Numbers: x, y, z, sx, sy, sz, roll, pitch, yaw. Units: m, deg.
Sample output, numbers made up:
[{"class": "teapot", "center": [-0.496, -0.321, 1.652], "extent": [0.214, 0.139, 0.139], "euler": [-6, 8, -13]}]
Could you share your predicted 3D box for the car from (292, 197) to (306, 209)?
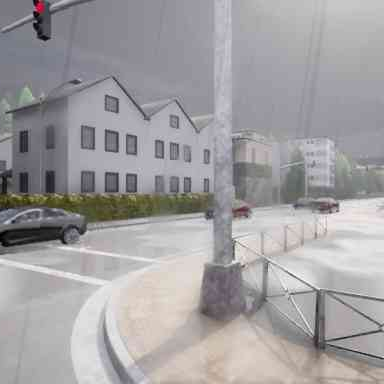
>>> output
[{"class": "car", "center": [13.918, 1.359, 40.441], "extent": [2.033, 1.411, 5.357], "euler": [0, 0, 36]}]

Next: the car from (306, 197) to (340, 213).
[{"class": "car", "center": [13.505, 1.289, 33.618], "extent": [1.882, 1.535, 5.008], "euler": [0, 0, 35]}]

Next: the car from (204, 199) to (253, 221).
[{"class": "car", "center": [2.789, 1.289, 24.821], "extent": [1.882, 1.535, 5.008], "euler": [0, 0, 36]}]

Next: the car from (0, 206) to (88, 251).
[{"class": "car", "center": [-6.183, 1.303, 12.197], "extent": [2.128, 1.511, 4.902], "euler": [0, 0, 36]}]
